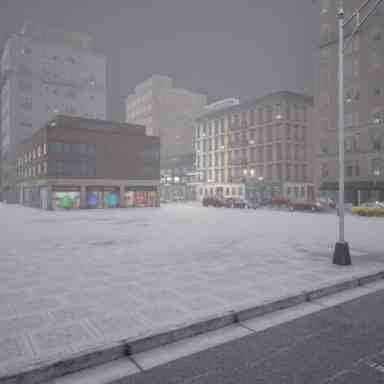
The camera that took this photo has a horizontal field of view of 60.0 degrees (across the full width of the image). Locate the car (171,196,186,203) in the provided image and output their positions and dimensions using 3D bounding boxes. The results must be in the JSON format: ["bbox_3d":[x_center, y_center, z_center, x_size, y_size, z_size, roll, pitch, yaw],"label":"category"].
[{"bbox_3d":[-2.911,1.528,71.270,2.008,1.369,4.403,0,0,-35],"label":"car"}]

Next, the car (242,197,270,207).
[{"bbox_3d":[10.077,1.547,52.717,1.947,1.339,4.313,0,0,-35],"label":"car"}]

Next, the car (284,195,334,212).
[{"bbox_3d":[13.424,1.361,38.366,2.097,1.767,4.553,0,0,-35],"label":"car"}]

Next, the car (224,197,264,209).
[{"bbox_3d":[6.749,1.570,43.476,2.008,1.369,4.403,0,0,-35],"label":"car"}]

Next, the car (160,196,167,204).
[{"bbox_3d":[-6.239,1.597,62.030,1.802,1.307,4.206,0,0,-35],"label":"car"}]

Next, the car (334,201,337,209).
[{"bbox_3d":[16.571,1.423,43.440,1.967,1.590,4.097,0,0,-35],"label":"car"}]

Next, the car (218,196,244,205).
[{"bbox_3d":[6.732,1.505,57.494,1.752,1.417,4.829,0,0,-35],"label":"car"}]

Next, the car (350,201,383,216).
[{"bbox_3d":[16.588,1.548,29.422,1.752,1.417,4.829,0,0,-35],"label":"car"}]

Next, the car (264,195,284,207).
[{"bbox_3d":[13.323,1.297,48.078,2.192,1.841,5.009,0,0,-35],"label":"car"}]

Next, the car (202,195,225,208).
[{"bbox_3d":[3.501,1.333,48.114,2.192,1.841,5.009,0,0,-35],"label":"car"}]

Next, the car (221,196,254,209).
[{"bbox_3d":[6.553,1.505,48.202,1.837,1.490,4.892,0,2,-35],"label":"car"}]
